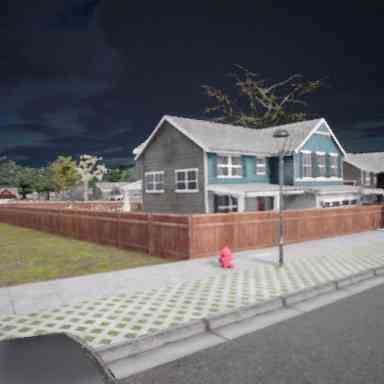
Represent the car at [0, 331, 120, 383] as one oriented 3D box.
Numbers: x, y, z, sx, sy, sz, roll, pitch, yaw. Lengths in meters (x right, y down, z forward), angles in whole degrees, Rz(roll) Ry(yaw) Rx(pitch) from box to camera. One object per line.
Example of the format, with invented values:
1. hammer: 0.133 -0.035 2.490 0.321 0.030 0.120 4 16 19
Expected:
1. car: -2.773 1.552 1.136 5.357 1.411 2.033 0 0 -35
